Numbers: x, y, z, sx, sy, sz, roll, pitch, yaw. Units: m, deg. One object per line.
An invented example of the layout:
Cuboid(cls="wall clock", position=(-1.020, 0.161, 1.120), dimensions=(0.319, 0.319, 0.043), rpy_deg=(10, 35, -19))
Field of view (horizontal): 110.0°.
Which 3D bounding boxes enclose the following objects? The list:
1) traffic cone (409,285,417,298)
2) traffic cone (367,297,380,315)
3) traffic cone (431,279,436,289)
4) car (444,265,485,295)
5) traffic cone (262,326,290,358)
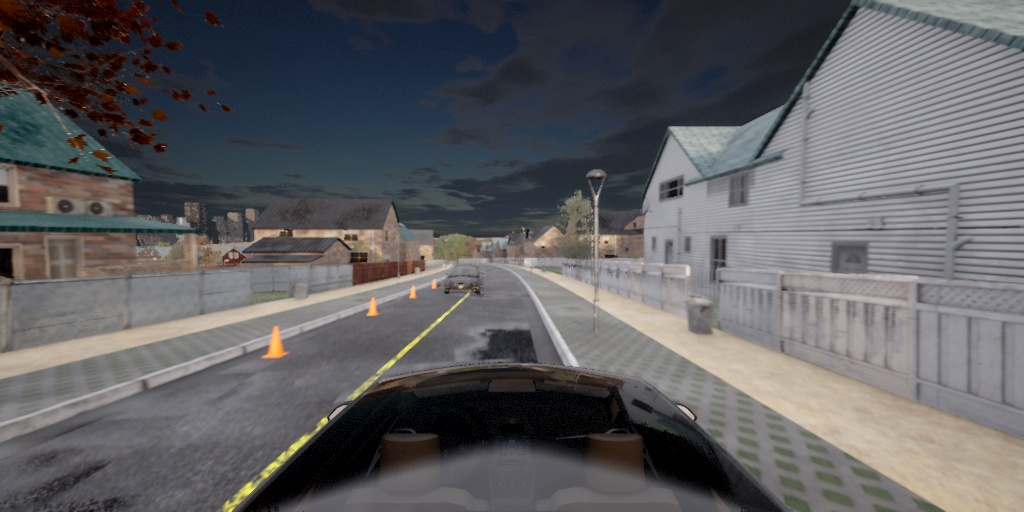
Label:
Cuboid(cls="traffic cone", position=(-4.743, 1.701, 17.186), dimensions=(0.340, 0.580, 0.340), rpy_deg=(0, 0, 0))
Cuboid(cls="traffic cone", position=(-4.730, 1.699, 12.196), dimensions=(0.340, 0.580, 0.340), rpy_deg=(0, 0, 0))
Cuboid(cls="traffic cone", position=(-4.808, 1.705, 22.165), dimensions=(0.340, 0.580, 0.340), rpy_deg=(0, 0, -1))
Cuboid(cls="car", position=(-2.532, 1.252, 19.718), dimensions=(1.837, 1.490, 4.892), rpy_deg=(0, 0, -1))
Cuboid(cls="traffic cone", position=(-4.728, 1.700, 7.189), dimensions=(0.340, 0.580, 0.340), rpy_deg=(0, 0, 0))
